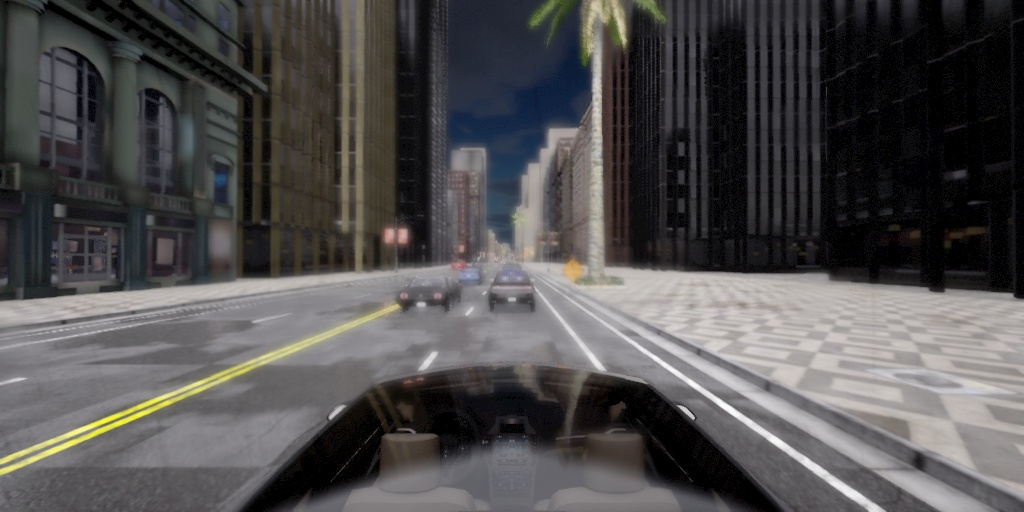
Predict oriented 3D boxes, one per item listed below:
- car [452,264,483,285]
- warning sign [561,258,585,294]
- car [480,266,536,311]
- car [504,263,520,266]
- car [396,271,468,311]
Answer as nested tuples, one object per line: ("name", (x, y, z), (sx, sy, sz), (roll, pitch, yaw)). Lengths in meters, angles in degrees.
("car", (-3.244, 1.580, 29.380), (2.033, 1.411, 5.357), (0, -1, 0))
("warning sign", (3.225, 1.041, 18.979), (1.300, 1.860, 1.060), (0, 0, 0))
("car", (0.016, 1.382, 15.361), (2.128, 1.511, 4.902), (0, 0, 0))
("car", (0.015, 1.392, 30.272), (2.097, 1.767, 4.553), (0, -1, 0))
("car", (-3.237, 1.488, 15.096), (1.895, 1.301, 4.718), (0, -1, 0))
